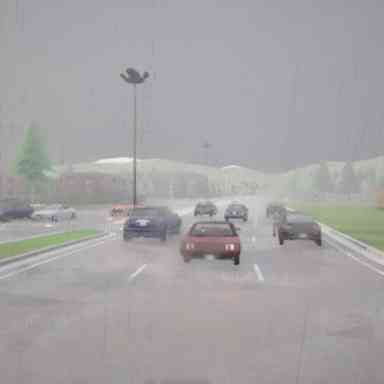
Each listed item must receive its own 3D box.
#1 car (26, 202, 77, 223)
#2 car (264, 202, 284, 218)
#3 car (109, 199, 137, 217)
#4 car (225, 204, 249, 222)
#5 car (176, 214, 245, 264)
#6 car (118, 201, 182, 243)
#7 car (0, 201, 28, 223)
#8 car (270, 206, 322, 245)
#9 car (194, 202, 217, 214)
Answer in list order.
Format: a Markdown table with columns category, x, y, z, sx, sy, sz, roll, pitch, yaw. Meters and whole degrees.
| category | x | y | z | sx | sy | sz | roll | pitch | yaw |
| --- | --- | --- | --- | --- | --- | --- | --- | --- | --- |
| car | -11.694 | 1.774 | 28.644 | 1.812 | 1.442 | 4.674 | 0 | 0 | 12 |
| car | 8.368 | 1.750 | 33.359 | 1.837 | 1.490 | 4.892 | 0 | -1 | 12 |
| car | -6.864 | 1.638 | 34.732 | 2.097 | 1.767 | 4.553 | 0 | 0 | 12 |
| car | 3.923 | 1.768 | 29.124 | 2.033 | 1.411 | 5.357 | 0 | 0 | 12 |
| car | 0.843 | 1.696 | 12.225 | 1.895 | 1.301 | 4.718 | 0 | 0 | 8 |
| car | -1.881 | 1.492 | 17.257 | 2.097 | 1.767 | 4.553 | 0 | 0 | 9 |
| car | -15.396 | 1.603 | 28.028 | 2.097 | 1.767 | 4.553 | 0 | 0 | 12 |
| car | 4.973 | 1.642 | 16.041 | 1.812 | 1.442 | 4.674 | 0 | -1 | 9 |
| car | 1.466 | 1.760 | 34.549 | 2.128 | 1.511 | 4.902 | 0 | 0 | 12 |
